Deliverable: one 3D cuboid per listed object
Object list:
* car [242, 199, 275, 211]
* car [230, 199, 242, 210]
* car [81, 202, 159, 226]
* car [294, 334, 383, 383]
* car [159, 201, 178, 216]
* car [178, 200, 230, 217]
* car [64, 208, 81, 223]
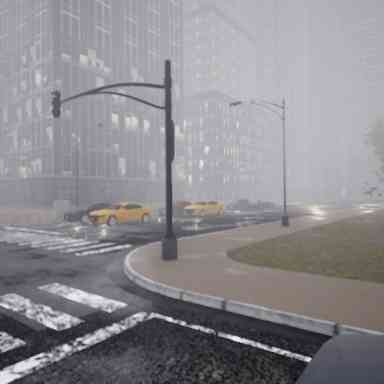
[{"bbox_3d":[8.446,1.646,41.186,1.895,1.301,4.718,-1,-1,37],"label":"car"},{"bbox_3d":[6.327,1.614,43.763,1.812,1.442,4.674,-1,-1,38],"label":"car"},{"bbox_3d":[-4.945,1.497,23.558,1.882,1.535,5.008,-1,-1,37],"label":"car"},{"bbox_3d":[3.124,1.550,1.450,5.357,1.411,2.033,0,0,36],"label":"car"},{"bbox_3d":[-1.369,1.599,33.646,1.812,1.442,4.674,-1,-1,37],"label":"car"},{"bbox_3d":[1.213,1.509,31.673,1.882,1.535,5.008,-1,-1,37],"label":"car"},{"bbox_3d":[-7.407,1.539,25.690,1.882,1.535,5.008,-1,-1,37],"label":"car"}]
